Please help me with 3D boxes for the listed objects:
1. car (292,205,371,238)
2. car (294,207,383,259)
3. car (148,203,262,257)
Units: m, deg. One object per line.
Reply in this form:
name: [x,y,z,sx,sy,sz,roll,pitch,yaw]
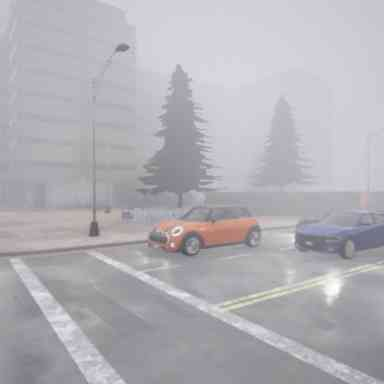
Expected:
car: [7.606,1.493,17.993,4.181,1.385,1.994,0,0,-35]
car: [5.928,1.426,12.498,5.008,1.535,1.882,0,0,-35]
car: [0.573,1.318,12.989,4.553,1.767,2.097,0,0,-35]
